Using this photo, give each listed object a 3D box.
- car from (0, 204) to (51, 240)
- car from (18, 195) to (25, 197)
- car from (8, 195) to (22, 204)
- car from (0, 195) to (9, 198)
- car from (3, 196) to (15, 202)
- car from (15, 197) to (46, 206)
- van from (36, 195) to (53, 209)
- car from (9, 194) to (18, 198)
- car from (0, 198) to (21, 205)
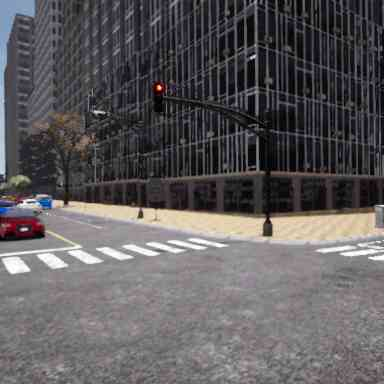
[{"bbox_3d":[-8.886,1.555,17.059,1.994,1.385,4.181,-1,0,-34],"label":"car"},{"bbox_3d":[-28.325,1.547,55.922,1.802,1.307,4.206,0,0,-34],"label":"car"},{"bbox_3d":[-34.721,1.407,65.319,1.967,1.590,4.097,0,0,-34],"label":"car"},{"bbox_3d":[-20.760,1.223,34.522,2.150,2.045,5.566,-1,0,-34],"label":"car"},{"bbox_3d":[-41.118,1.518,74.716,2.008,1.369,4.403,0,0,-34],"label":"car"},{"bbox_3d":[-16.685,1.503,34.204,1.812,1.442,4.674,-1,0,-34],"label":"car"},{"bbox_3d":[-18.730,1.303,41.826,1.690,1.788,3.998,0,0,-34],"label":"van"},{"bbox_3d":[-29.331,1.462,52.782,1.882,1.535,5.008,-1,0,-34],"label":"car"},{"bbox_3d":[-14.774,1.474,25.714,1.882,1.535,5.008,-1,0,-34],"label":"car"}]
